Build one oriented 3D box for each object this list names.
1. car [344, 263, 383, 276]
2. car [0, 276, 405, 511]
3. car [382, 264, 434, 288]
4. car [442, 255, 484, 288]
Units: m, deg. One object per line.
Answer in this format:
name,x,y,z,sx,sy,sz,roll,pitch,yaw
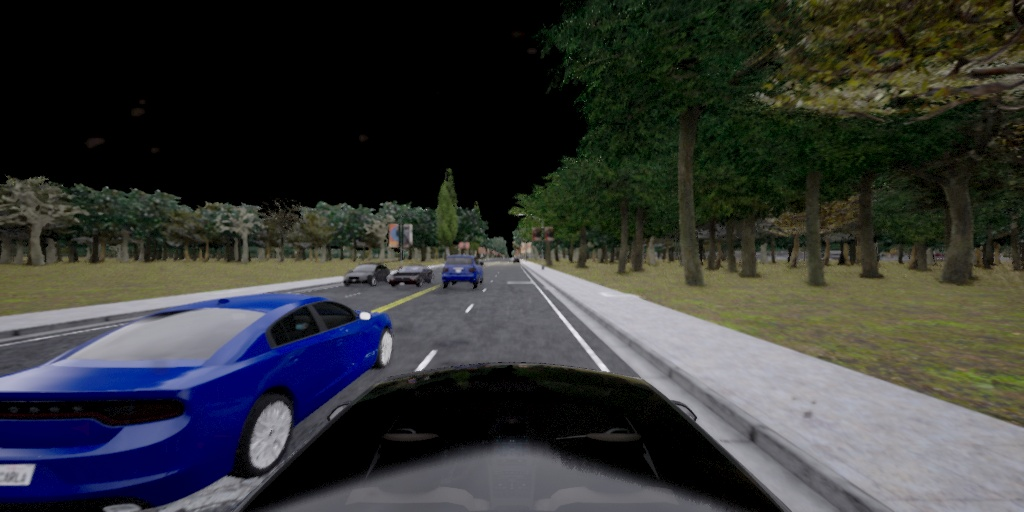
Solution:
car,-9.833,1.250,24.736,1.837,1.490,4.892,0,0,0
car,-3.147,1.226,4.738,1.882,1.535,5.008,0,0,0
car,-6.585,1.292,24.131,2.033,1.411,5.357,0,0,0
car,-3.136,0.966,23.638,2.150,2.045,5.566,0,0,0
